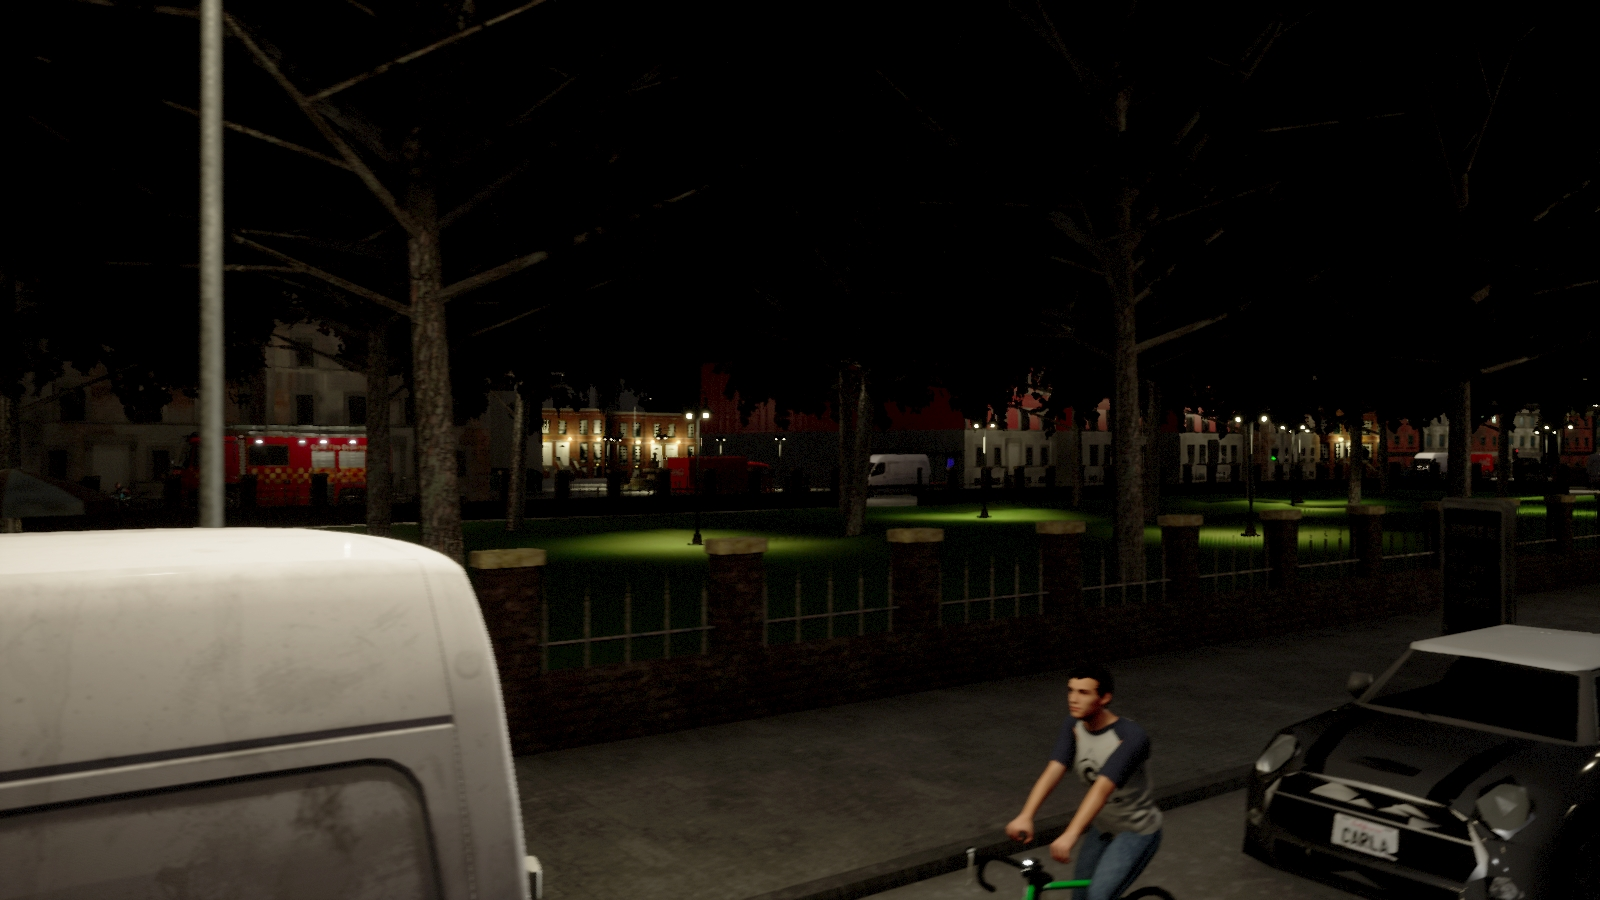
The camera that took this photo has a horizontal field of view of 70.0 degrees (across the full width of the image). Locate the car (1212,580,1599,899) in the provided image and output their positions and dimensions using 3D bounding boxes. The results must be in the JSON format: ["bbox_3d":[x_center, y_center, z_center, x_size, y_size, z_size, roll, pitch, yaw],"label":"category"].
[{"bbox_3d":[4.827,1.844,7.789,3.806,1.475,1.970,0,0,-35],"label":"car"}]

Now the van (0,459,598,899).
[{"bbox_3d":[-3.494,1.314,1.952,5.915,2.561,1.988,0,0,-35],"label":"van"}]

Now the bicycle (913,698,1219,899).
[{"bbox_3d":[1.273,1.936,5.281,1.643,1.296,0.373,0,0,-35],"label":"bicycle"}]
